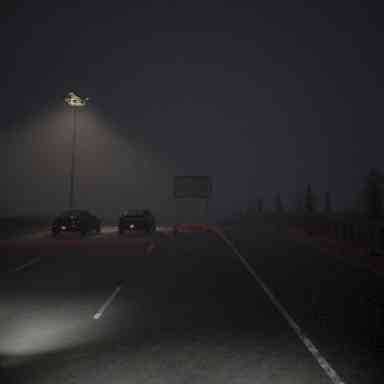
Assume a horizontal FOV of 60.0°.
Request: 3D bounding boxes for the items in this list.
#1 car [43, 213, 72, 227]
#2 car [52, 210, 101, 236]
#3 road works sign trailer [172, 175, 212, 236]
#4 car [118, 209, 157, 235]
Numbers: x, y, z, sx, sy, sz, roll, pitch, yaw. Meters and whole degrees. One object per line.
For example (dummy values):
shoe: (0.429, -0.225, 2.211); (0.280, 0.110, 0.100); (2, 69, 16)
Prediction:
car: (-21.069, 4.511, 52.447); (2.150, 2.045, 5.566); (0, -6, 1)
car: (-6.901, 1.837, 20.189); (1.812, 1.442, 4.674); (0, -2, 0)
road works sign trailer: (0.059, 0.783, 20.409); (2.380, 3.560, 2.880); (0, -2, 3)
car: (-3.401, 1.854, 21.326); (2.128, 1.511, 4.902); (0, -3, 0)
